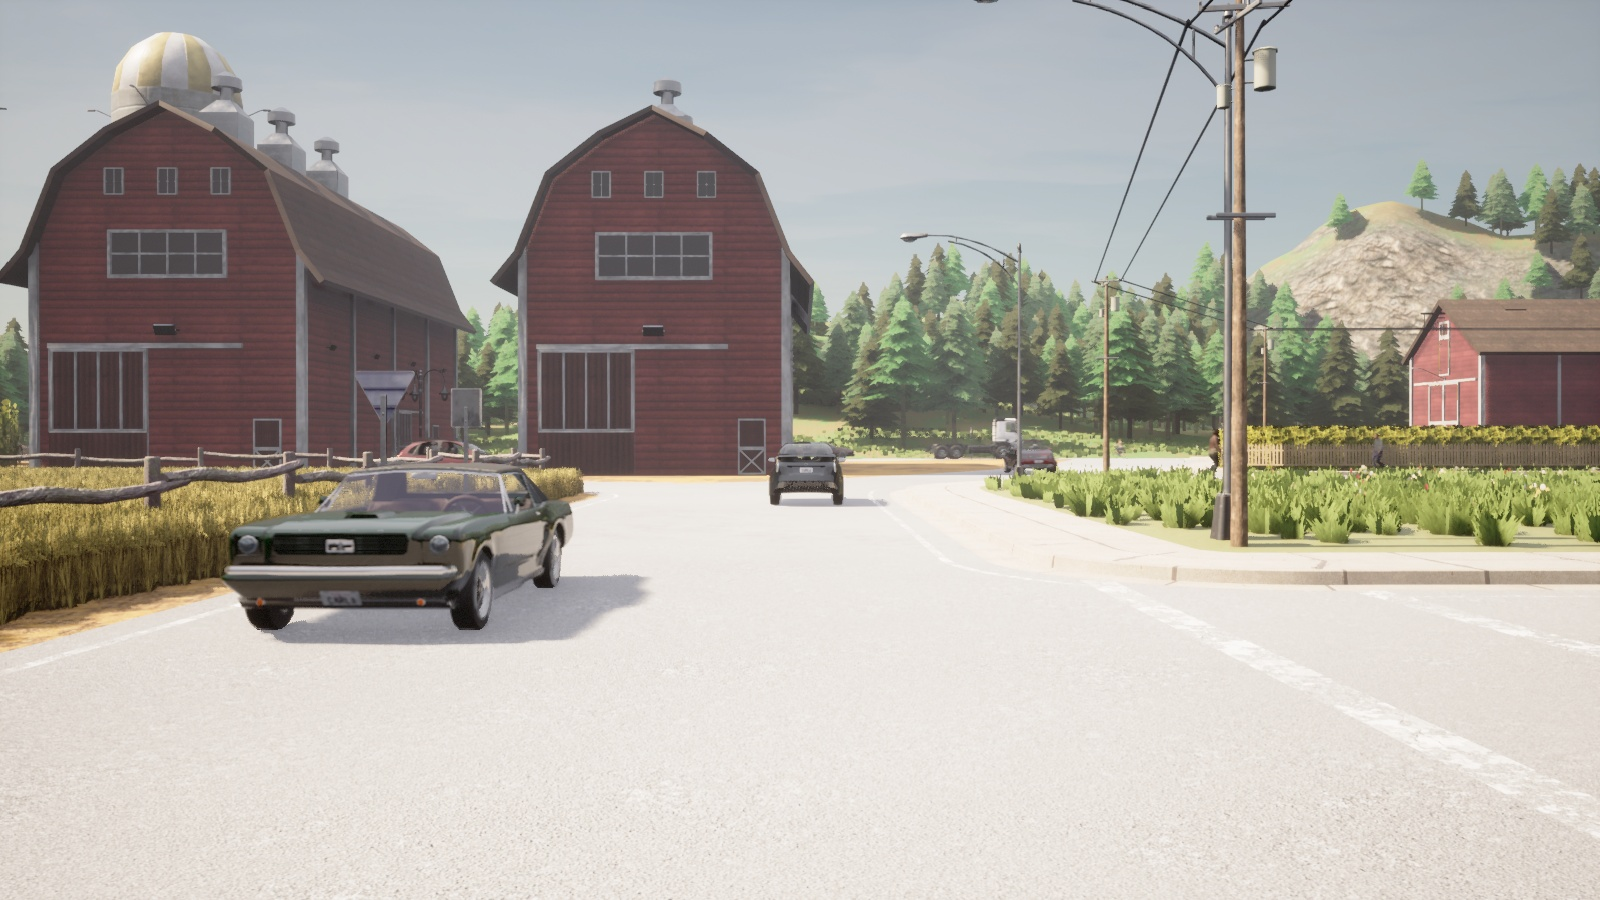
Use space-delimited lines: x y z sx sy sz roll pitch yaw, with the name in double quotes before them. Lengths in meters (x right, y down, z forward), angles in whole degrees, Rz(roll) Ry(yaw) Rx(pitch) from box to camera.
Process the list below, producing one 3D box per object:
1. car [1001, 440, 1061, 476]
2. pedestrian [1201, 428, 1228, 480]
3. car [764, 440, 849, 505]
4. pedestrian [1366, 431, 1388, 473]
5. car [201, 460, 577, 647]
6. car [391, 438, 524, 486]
"car" 10.476 0.322 57.159 1.789 1.549 3.705 -1 1 -4
"pedestrian" 14.731 0.141 44.616 0.869 1.805 0.328 0 0 -6
"car" 0.170 0.514 31.847 2.007 1.525 4.514 0 0 1
"pedestrian" 26.504 0.098 57.659 0.788 1.949 0.423 0 0 -7
"car" -3.426 0.779 11.557 1.895 1.301 4.718 0 0 0
"car" -11.687 0.392 43.009 3.988 1.617 1.851 0 0 3
